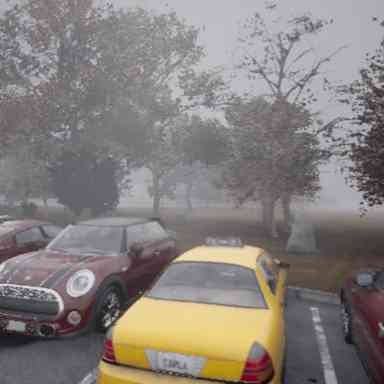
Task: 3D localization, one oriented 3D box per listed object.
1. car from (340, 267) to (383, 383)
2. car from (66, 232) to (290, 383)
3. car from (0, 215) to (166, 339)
[{"bbox_3d":[2.911,1.362,3.390,2.185,1.767,4.553,0,-1,16],"label":"car"},{"bbox_3d":[0.565,1.484,5.327,1.946,1.575,5.366,0,-1,16],"label":"car"},{"bbox_3d":[-1.863,1.356,6.921,2.185,1.767,4.553,1,-1,17],"label":"car"}]
